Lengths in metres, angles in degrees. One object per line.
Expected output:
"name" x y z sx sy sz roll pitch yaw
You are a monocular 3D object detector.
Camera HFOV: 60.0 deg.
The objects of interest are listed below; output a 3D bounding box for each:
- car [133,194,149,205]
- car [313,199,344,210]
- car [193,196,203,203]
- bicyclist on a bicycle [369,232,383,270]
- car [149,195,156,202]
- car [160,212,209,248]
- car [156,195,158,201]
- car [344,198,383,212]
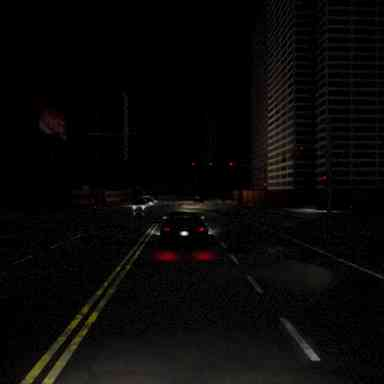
"car" -9.037 1.525 57.509 1.812 1.442 4.674 0 0 -2
"car" 18.310 1.547 42.161 5.357 1.411 2.033 0 0 -2
"car" 1.219 1.490 69.714 2.128 1.511 4.902 0 0 -2
"bicyclist on a bicycle" 5.927 1.443 9.649 1.656 1.620 0.582 -2 0 -2
"car" -9.487 1.594 72.525 1.895 1.301 4.718 0 0 -2
"car" -0.362 1.564 14.756 1.994 1.385 4.181 0 0 -2
"car" -10.012 1.511 87.483 2.128 1.511 4.902 0 0 -2
"car" 20.965 1.491 38.763 4.902 1.511 2.128 0 0 -2
